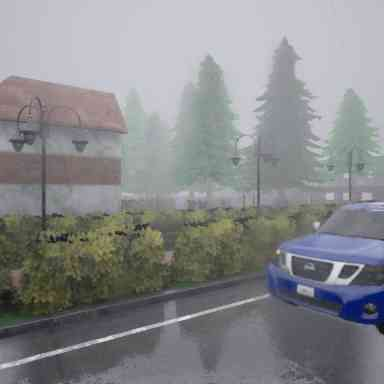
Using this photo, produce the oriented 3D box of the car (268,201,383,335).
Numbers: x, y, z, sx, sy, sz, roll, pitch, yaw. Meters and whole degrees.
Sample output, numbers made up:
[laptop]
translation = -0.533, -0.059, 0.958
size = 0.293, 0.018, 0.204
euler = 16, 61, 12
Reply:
[car]
translation = 4.048, 1.223, 6.905
size = 5.566, 2.045, 2.150
euler = 0, 0, -36
